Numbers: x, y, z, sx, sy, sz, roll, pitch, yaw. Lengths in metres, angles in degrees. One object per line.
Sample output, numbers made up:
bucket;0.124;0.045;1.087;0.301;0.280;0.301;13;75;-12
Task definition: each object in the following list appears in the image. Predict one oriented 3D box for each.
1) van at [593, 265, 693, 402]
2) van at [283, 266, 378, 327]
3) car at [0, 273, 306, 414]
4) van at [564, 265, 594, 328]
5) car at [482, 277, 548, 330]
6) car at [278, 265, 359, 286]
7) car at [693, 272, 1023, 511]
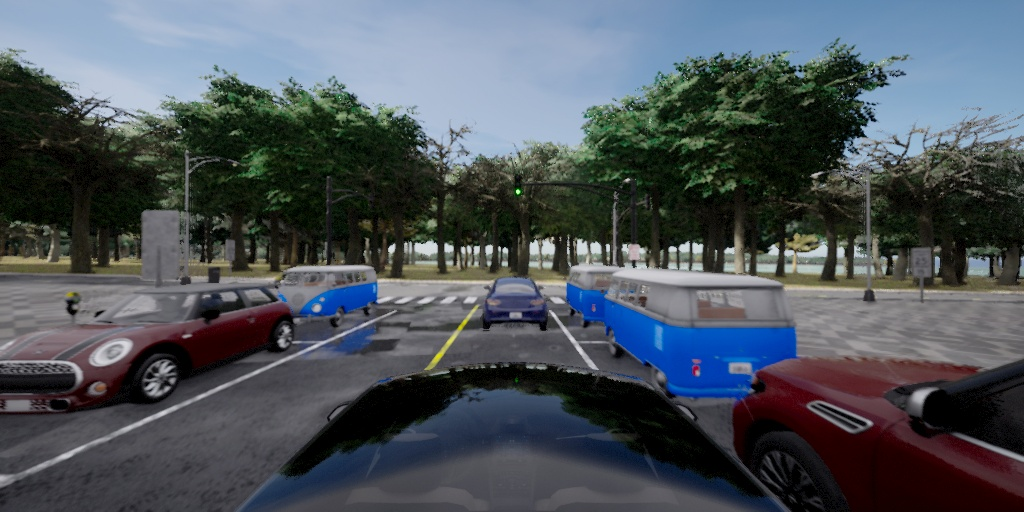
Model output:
van;2.761;1.142;6.180;1.690;1.789;3.998;0;0;0
van;-5.766;1.203;11.615;1.690;1.789;3.998;0;0;0
car;-5.765;1.240;6.177;1.967;1.591;4.097;0;0;0
van;2.759;1.204;11.617;1.690;1.789;3.998;0;0;0
car;0.064;1.388;11.502;1.812;1.442;4.674;0;-1;-1
car;-13.715;1.379;25.617;4.718;1.301;1.895;1;-1;-1
car;2.763;1.054;0.743;2.192;1.841;5.009;0;0;0
